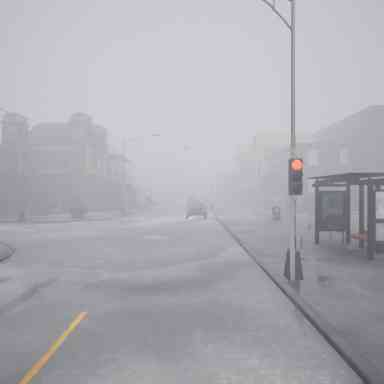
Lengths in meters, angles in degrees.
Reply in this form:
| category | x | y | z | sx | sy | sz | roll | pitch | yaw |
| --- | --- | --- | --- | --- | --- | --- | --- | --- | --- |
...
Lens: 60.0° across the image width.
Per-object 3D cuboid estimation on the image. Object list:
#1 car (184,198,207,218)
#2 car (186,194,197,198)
| category | x | y | z | sx | sy | sz | roll | pitch | yaw |
| --- | --- | --- | --- | --- | --- | --- | --- | --- | --- |
| car | 0.327 | 1.547 | 30.057 | 2.033 | 1.411 | 5.357 | 0 | 0 | -2 |
| car | 0.014 | 1.505 | 56.149 | 1.837 | 1.490 | 4.892 | 0 | 0 | 0 |
